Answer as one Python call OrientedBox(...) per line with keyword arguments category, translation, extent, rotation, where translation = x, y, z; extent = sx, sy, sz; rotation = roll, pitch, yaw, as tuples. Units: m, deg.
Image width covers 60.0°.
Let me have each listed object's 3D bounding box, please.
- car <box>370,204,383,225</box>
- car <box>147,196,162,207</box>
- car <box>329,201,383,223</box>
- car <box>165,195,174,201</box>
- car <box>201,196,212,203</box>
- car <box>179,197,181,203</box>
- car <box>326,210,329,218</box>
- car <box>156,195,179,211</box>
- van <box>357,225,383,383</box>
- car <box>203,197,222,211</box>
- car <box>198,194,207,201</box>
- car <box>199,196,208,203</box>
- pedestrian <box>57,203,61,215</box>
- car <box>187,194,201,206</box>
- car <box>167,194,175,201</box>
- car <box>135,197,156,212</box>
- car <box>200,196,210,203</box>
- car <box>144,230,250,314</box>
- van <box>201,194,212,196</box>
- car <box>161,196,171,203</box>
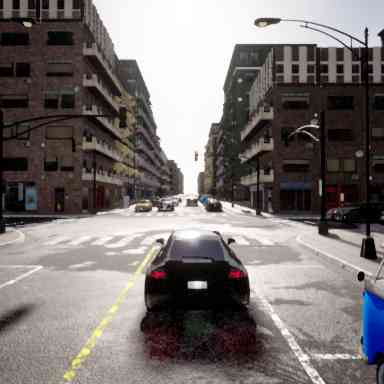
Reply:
OrientedBox(category="car", translation=(13.513, 1.583, 19.880), extent=(4.313, 1.339, 1.947), rotation=(0, -1, 1))
OrientedBox(category="car", translation=(-5.741, 1.459, 51.337), extent=(1.967, 1.590, 4.097), rotation=(1, 0, 0))
OrientedBox(category="car", translation=(13.501, 1.473, 25.672), extent=(4.553, 1.767, 2.097), rotation=(0, -1, 1))
OrientedBox(category="car", translation=(-5.786, 1.587, 85.192), extent=(2.008, 1.369, 4.403), rotation=(1, 0, 0))
OrientedBox(category="car", translation=(2.645, 1.567, 45.705), extent=(2.008, 1.369, 4.403), rotation=(1, 0, 0))
OrientedBox(category="car", translation=(-3.148, 1.545, 53.572), extent=(1.812, 1.442, 4.674), rotation=(0, 0, 0))
OrientedBox(category="car", translation=(13.606, 1.608, 28.261), extent=(4.097, 1.590, 1.967), rotation=(0, -1, 1))
OrientedBox(category="car", translation=(-3.145, 1.506, 41.091), extent=(2.128, 1.511, 4.902), rotation=(0, 0, 0))
OrientedBox(category="van", translation=(2.671, 1.342, 2.116), extent=(1.690, 1.788, 3.998), rotation=(1, 0, 0))
OrientedBox(category="car", translation=(2.652, 1.580, 40.062), extent=(1.947, 1.339, 4.313), rotation=(1, 0, 0))
OrientedBox(category="car", translation=(2.598, 1.351, 85.203), extent=(2.192, 1.841, 5.009), rotation=(1, 0, 0))
OrientedBox(category="car", translation=(2.608, 1.612, 73.918), extent=(1.802, 1.307, 4.206), rotation=(1, 0, 0))
OrientedBox(category="pedestrian", translation=(-12.579, 1.597, 31.478), extent=(0.500, 1.100, 0.500), rotation=(0, -1, 1))
OrientedBox(category="car", translation=(0.029, 1.512, 55.733), extent=(2.128, 1.511, 4.902), rotation=(0, 0, 0))
OrientedBox(category="car", translation=(-5.791, 1.480, 90.836), extent=(1.967, 1.590, 4.097), rotation=(1, 0, 0))
OrientedBox(category="car", translation=(-5.727, 1.539, 39.881), extent=(1.752, 1.417, 4.829), rotation=(1, 0, 0))
OrientedBox(category="car", translation=(2.616, 1.552, 68.445), extent=(1.752, 1.417, 4.829), rotation=(1, 0, 0))
OrientedBox(category="car", translation=(0.091, 1.566, 7.719), extent=(1.994, 1.385, 4.181), rotation=(0, 0, 0))
OrientedBox(category="van", translation=(2.634, 1.362, 56.990), extent=(1.690, 1.788, 3.998), rotation=(1, 0, 0))
OrientedBox(category="car", translation=(-5.771, 1.574, 73.907), extent=(1.887, 1.381, 4.507), rotation=(1, 0, 0))
